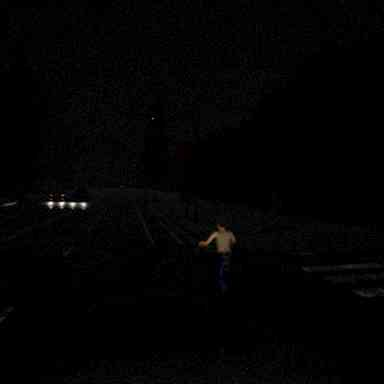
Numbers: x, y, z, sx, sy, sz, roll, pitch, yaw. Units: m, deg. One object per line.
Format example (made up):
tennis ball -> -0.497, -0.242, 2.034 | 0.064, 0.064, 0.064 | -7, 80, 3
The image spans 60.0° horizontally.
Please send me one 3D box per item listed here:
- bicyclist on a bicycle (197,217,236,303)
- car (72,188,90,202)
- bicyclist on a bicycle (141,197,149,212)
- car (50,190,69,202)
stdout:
bicyclist on a bicycle -> 0.576, 1.321, 6.903 | 0.866, 1.612, 1.509 | 0, 0, -11
car -> -17.343, 0.486, 52.221 | 2.150, 2.045, 5.566 | 1, 1, -11
bicyclist on a bicycle -> -4.686, 1.245, 33.148 | 0.866, 1.612, 1.509 | 1, 1, -11
car -> -20.546, 0.556, 51.655 | 2.097, 1.767, 4.553 | 1, 1, -11
